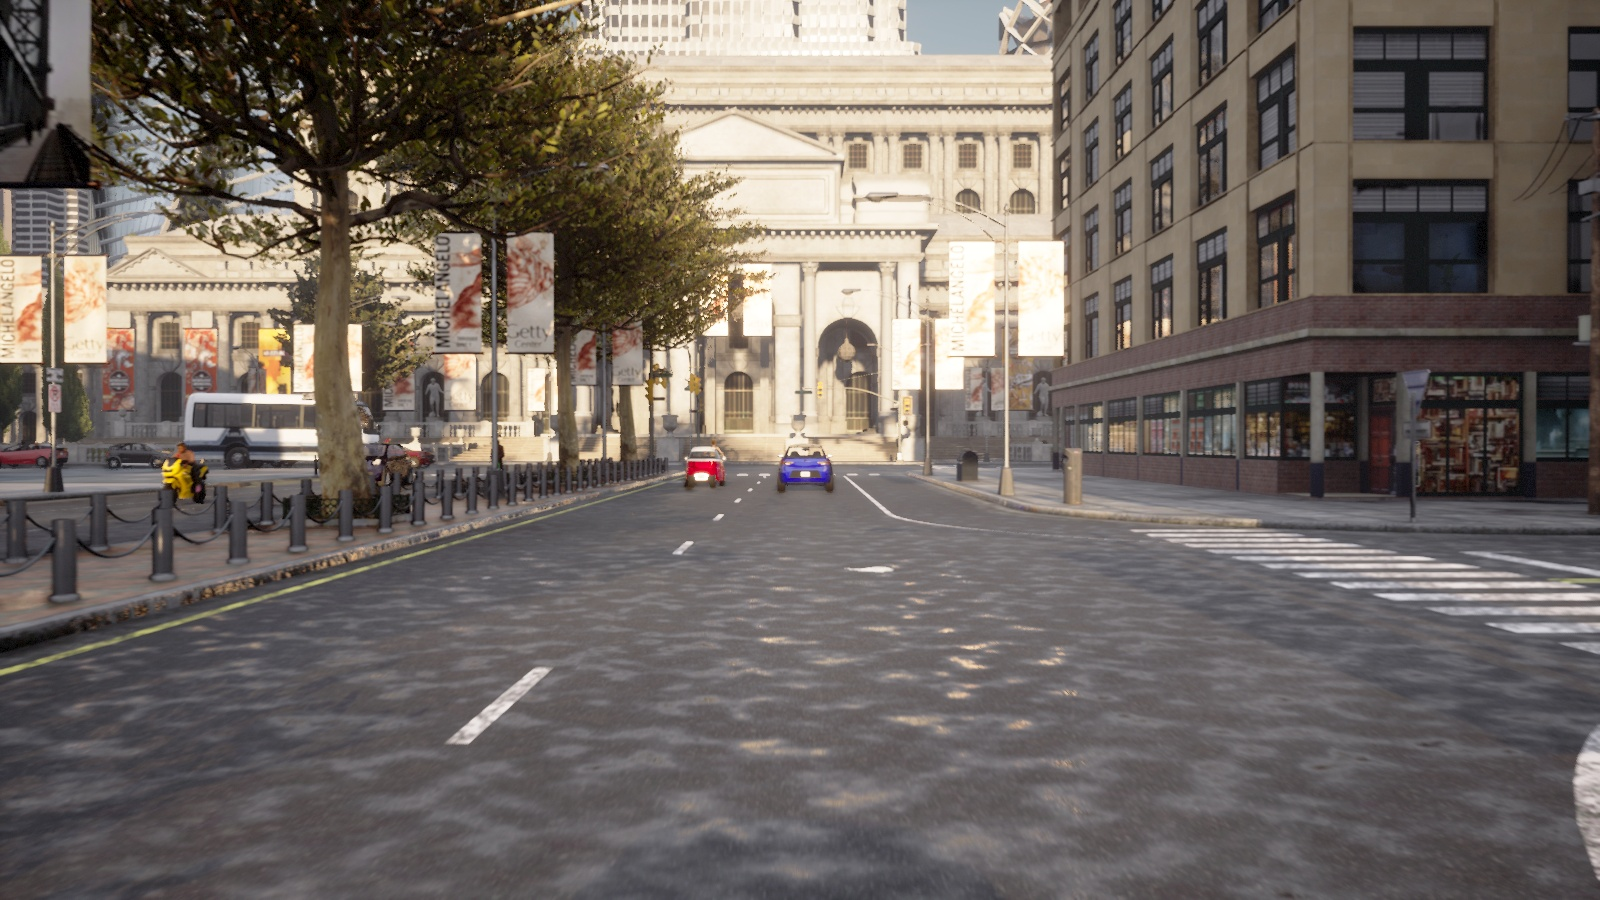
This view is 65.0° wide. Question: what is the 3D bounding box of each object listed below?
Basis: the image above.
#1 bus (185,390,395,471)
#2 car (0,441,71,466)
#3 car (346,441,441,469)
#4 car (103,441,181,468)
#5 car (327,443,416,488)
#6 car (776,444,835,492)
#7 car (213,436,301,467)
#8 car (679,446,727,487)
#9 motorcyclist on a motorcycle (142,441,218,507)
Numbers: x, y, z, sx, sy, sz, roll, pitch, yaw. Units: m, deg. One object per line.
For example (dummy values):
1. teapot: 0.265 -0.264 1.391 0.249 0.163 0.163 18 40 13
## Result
1. bus: -28.740 -1.059 71.228 10.273 4.253 3.944 1 0 -7
2. car: -48.041 0.211 77.904 4.514 1.525 2.007 0 0 0
3. car: -24.029 0.308 74.317 5.008 1.535 1.882 -1 0 4
4. car: -38.943 0.266 74.369 3.705 1.549 1.789 0 0 0
5. car: -14.807 0.500 43.577 1.845 1.501 3.633 0 0 0
6. car: 0.181 0.529 40.497 1.816 1.474 4.193 0 0 0
7. car: -33.620 0.097 77.832 4.605 1.855 1.932 1 0 1
8. car: -3.308 0.554 43.222 1.481 1.376 2.207 0 0 0
9. motorcyclist on a motorcycle: -14.858 0.545 30.146 0.797 1.523 2.044 0 0 0
